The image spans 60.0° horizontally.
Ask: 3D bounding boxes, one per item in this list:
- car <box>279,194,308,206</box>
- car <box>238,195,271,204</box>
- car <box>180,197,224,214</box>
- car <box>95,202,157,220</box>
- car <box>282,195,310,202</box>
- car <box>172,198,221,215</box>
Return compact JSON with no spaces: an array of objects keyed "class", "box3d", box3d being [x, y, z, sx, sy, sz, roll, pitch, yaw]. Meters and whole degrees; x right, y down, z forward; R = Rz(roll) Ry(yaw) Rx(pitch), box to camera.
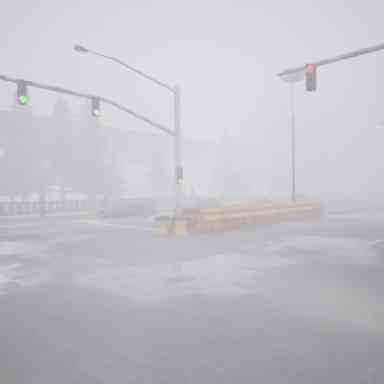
[{"class":"car","box3d":[15.141,1.160,49.537,2.128,1.511,4.902,-1,0,44]},{"class":"car","box3d":[6.664,1.357,35.775,2.033,1.411,5.357,-1,0,44]},{"class":"car","box3d":[1.106,1.382,35.063,1.837,1.490,4.892,-1,0,44]},{"class":"car","box3d":[-5.451,1.522,28.282,2.033,1.411,5.357,-1,0,44]},{"class":"car","box3d":[13.748,1.196,43.092,2.128,1.511,4.902,-1,0,44]},{"class":"car","box3d":[0.213,1.469,29.105,1.994,1.385,4.181,-1,0,44]}]
